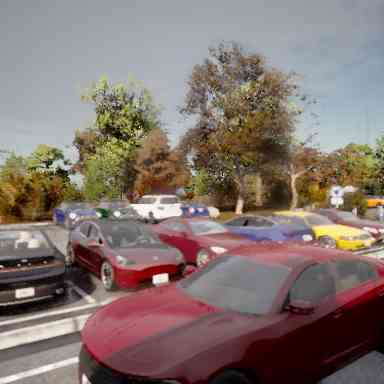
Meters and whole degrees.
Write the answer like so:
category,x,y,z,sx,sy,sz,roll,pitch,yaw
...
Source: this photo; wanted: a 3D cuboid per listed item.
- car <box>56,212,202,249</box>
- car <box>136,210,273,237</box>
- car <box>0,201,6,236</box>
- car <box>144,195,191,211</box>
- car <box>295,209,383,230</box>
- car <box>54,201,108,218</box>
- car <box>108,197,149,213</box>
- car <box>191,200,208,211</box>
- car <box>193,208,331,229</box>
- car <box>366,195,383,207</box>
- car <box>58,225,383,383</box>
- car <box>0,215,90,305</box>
category,x,y,z,sx,sy,sz,roll,pitch,yaw
car,-2.093,1.558,9.502,2.163,1.488,4.792,0,0,-35
car,0.160,1.569,11.137,2.002,1.452,4.674,0,0,-35
car,-11.927,1.401,18.562,2.185,1.767,4.553,0,0,-35
car,-2.871,1.277,25.051,2.435,2.045,5.566,0,0,-35
car,4.811,1.527,14.201,1.946,1.575,5.366,0,0,-35
car,-7.520,1.402,21.761,2.185,1.767,4.553,0,0,-35
car,-5.247,1.402,23.370,2.185,1.767,4.553,0,0,-35
car,-0.564,1.403,26.612,2.185,1.767,4.553,0,0,-35
car,2.415,1.559,12.767,2.163,1.488,4.792,0,0,-35
car,23.157,1.201,43.015,2.185,1.767,4.553,0,0,-35
car,1.088,1.476,4.462,5.008,1.535,1.882,0,0,-36
car,-4.378,1.529,7.912,2.231,1.521,4.892,0,0,-35
